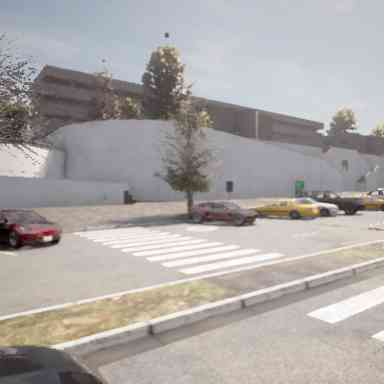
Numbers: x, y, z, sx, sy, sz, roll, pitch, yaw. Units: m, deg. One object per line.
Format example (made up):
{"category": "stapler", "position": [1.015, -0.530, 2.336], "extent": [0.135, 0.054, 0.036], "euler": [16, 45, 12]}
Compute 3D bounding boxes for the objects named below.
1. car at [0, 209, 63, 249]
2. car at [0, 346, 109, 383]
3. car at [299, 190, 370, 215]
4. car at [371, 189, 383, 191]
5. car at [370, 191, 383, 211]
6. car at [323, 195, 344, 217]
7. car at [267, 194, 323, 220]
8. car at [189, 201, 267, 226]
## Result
{"category": "car", "position": [-7.753, 1.505, 14.707], "extent": [4.792, 1.488, 2.163], "euler": [-1, 0, 35]}
{"category": "car", "position": [-2.614, 1.544, 1.271], "extent": [4.892, 1.490, 1.837], "euler": [-1, 0, -35]}
{"category": "car", "position": [11.804, 0.867, 28.643], "extent": [5.566, 2.045, 2.435], "euler": [-1, 0, 35]}
{"category": "car", "position": [19.087, 0.679, 33.894], "extent": [5.566, 2.045, 2.435], "euler": [-1, 0, 35]}
{"category": "car", "position": [16.825, 0.990, 32.036], "extent": [5.366, 1.575, 1.946], "euler": [-1, 0, 35]}
{"category": "car", "position": [9.334, 1.208, 26.916], "extent": [4.674, 1.452, 2.002], "euler": [-1, 0, 35]}
{"category": "car", "position": [6.734, 1.217, 25.269], "extent": [5.366, 1.575, 1.946], "euler": [-1, 0, 35]}
{"category": "car", "position": [2.025, 1.334, 21.672], "extent": [4.792, 1.488, 2.163], "euler": [-1, 0, 35]}
